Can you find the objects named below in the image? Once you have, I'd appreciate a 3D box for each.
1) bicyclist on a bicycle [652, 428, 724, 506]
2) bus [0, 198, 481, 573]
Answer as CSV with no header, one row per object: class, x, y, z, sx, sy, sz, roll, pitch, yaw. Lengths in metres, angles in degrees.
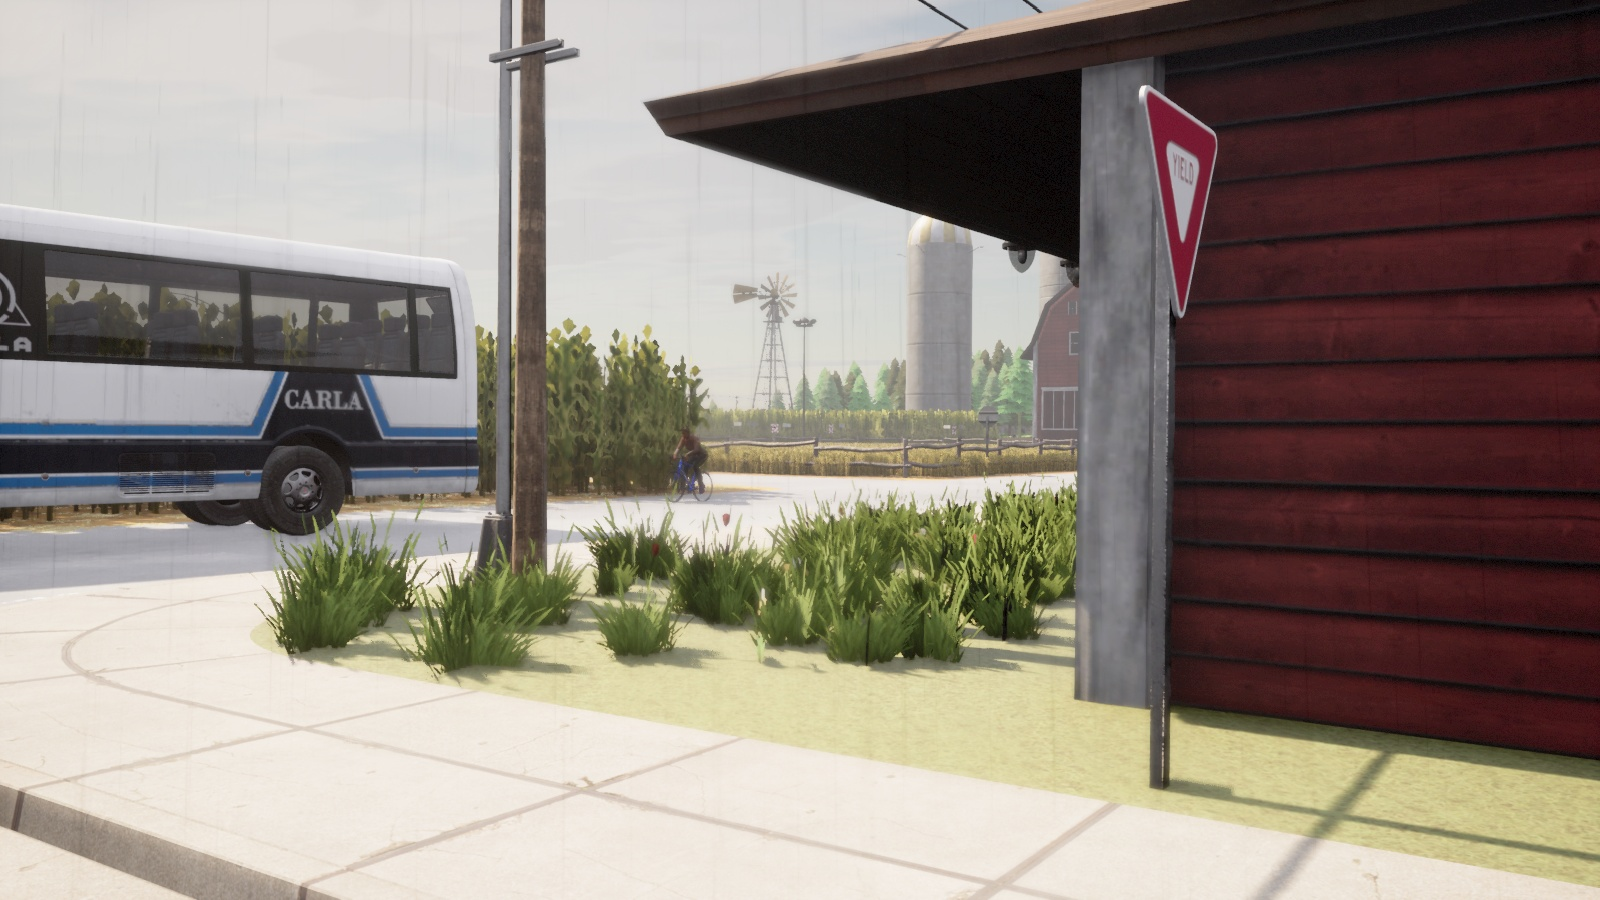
bicyclist on a bicycle,-2.367,0.366,26.694,0.582,1.620,1.656,0,-1,34
bus,-9.744,-0.756,16.508,3.944,4.253,10.273,0,1,41
